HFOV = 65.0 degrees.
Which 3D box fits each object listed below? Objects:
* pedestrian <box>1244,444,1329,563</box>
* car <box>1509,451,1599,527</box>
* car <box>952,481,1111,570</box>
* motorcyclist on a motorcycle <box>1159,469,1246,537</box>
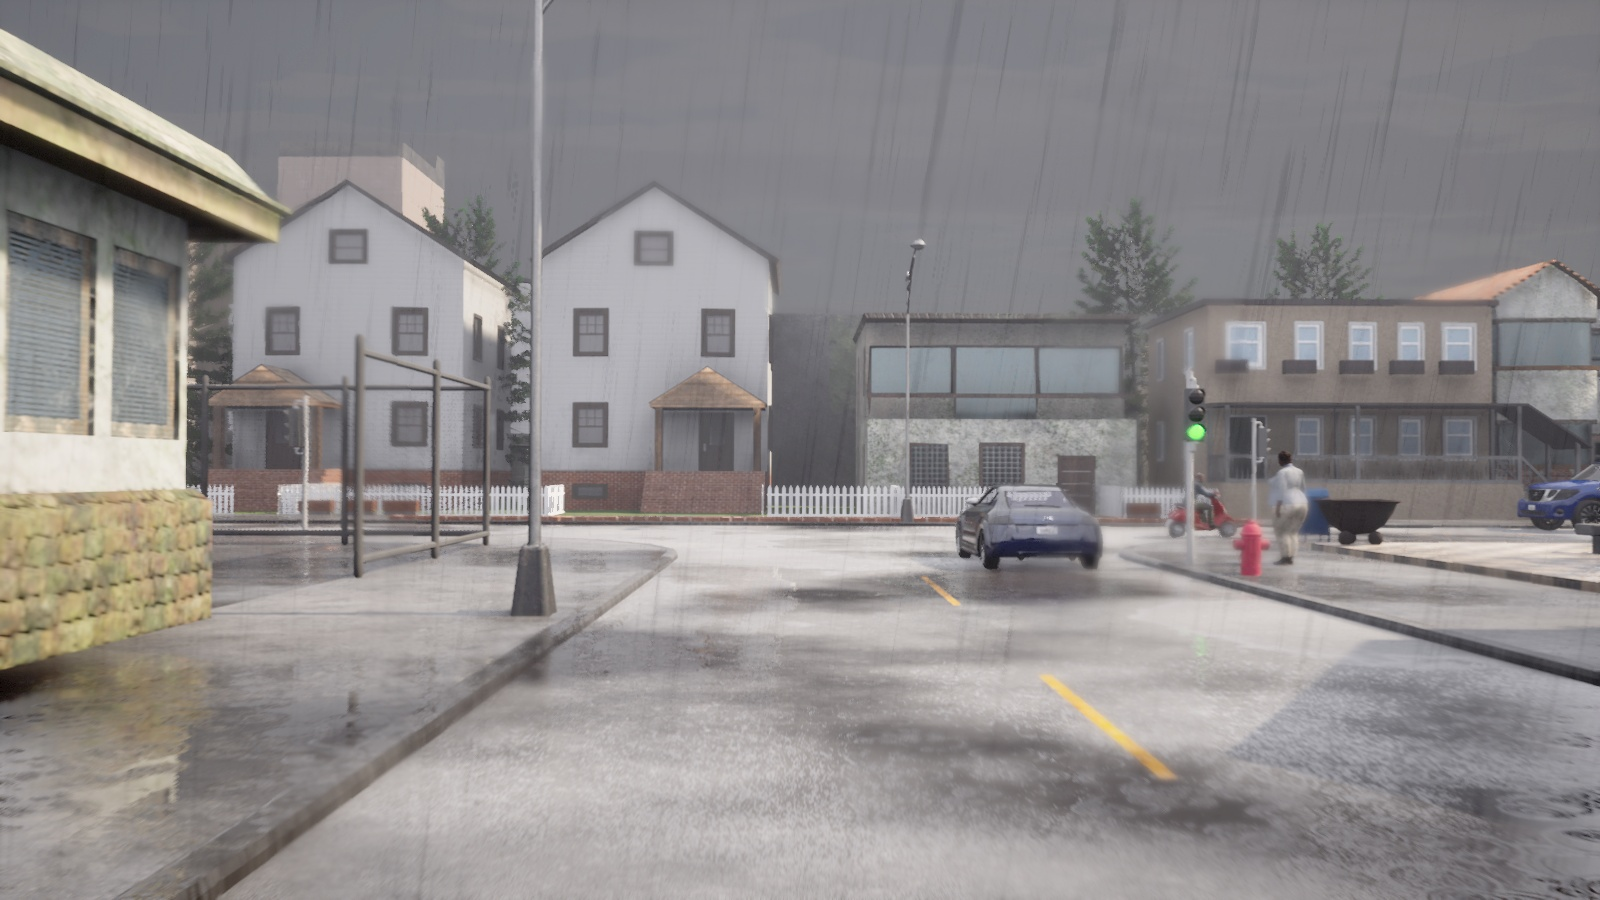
[{"bbox_3d":[7.799,0.849,20.146,0.874,1.855,0.900,0,-1,-22],"label":"pedestrian"},{"bbox_3d":[23.008,1.059,34.754,5.566,2.045,2.150,0,-1,-1],"label":"car"},{"bbox_3d":[3.946,1.257,22.132,1.994,1.385,4.181,0,-1,0],"label":"car"},{"bbox_3d":[9.738,1.270,30.408,1.817,1.590,0.866,0,0,-9],"label":"motorcyclist on a motorcycle"}]
